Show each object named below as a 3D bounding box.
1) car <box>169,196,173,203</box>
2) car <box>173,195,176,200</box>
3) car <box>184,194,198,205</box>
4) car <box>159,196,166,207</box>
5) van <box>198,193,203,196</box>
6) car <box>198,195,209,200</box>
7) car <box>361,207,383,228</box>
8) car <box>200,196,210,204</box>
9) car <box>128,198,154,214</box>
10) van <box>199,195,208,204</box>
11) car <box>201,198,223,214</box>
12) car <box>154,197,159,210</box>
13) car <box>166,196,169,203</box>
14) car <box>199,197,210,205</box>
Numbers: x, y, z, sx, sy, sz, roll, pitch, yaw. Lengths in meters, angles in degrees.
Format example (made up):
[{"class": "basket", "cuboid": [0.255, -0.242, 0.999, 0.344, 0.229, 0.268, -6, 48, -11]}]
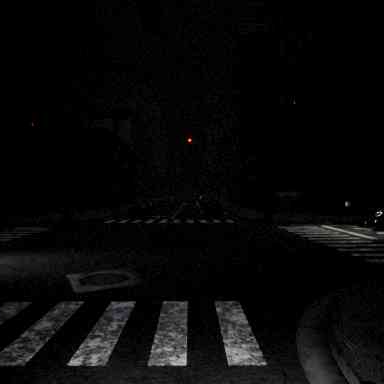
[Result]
[{"class": "car", "cuboid": [-5.636, 1.552, 69.193, 1.967, 1.590, 4.097, 0, 0, 0]}, {"class": "car", "cuboid": [-5.621, 1.694, 80.214, 2.008, 1.369, 4.403, 0, 0, 0]}, {"class": "car", "cuboid": [-0.155, 1.600, 63.290, 1.837, 1.490, 4.892, 0, 0, 0]}, {"class": "car", "cuboid": [-5.659, 1.653, 52.660, 1.802, 1.307, 4.206, 0, 0, 0]}, {"class": "van", "cuboid": [2.373, 1.424, 58.160, 1.690, 1.788, 3.998, 0, 0, 0]}, {"class": "car", "cuboid": [2.365, 1.637, 52.649, 1.947, 1.339, 4.313, 0, 0, 0]}, {"class": "car", "cuboid": [13.004, 1.304, 20.633, 4.553, 1.767, 2.097, 0, 0, 0]}, {"class": "car", "cuboid": [2.358, 1.641, 47.139, 1.802, 1.307, 4.206, 0, 0, 0]}, {"class": "car", "cuboid": [-5.682, 1.480, 36.128, 1.967, 1.590, 4.097, 0, 0, 0]}, {"class": "van", "cuboid": [2.388, 1.453, 69.182, 1.690, 1.788, 3.998, 0, 0, 0]}, {"class": "car", "cuboid": [2.343, 1.606, 36.116, 1.947, 1.339, 4.313, 0, 0, 0]}, {"class": "car", "cuboid": [-5.675, 1.490, 41.639, 1.967, 1.590, 4.097, 0, 0, 0]}, {"class": "car", "cuboid": [-5.651, 1.634, 58.171, 2.008, 1.369, 4.403, 0, 0, 0]}, {"class": "car", "cuboid": [2.381, 1.647, 63.671, 2.008, 1.369, 4.403, 0, 0, 0]}]
